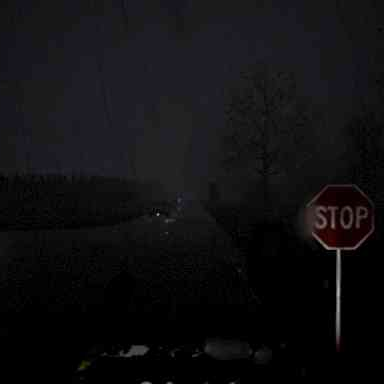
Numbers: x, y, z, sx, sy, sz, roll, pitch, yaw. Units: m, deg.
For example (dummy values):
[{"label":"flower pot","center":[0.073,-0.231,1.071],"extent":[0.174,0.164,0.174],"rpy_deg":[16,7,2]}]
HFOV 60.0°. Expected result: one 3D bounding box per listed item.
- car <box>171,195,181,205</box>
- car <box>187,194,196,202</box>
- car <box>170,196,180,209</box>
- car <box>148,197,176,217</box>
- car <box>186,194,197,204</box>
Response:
[{"label":"car","center":[-2.903,1.265,55.479],"extent":[2.097,1.767,4.553],"rpy_deg":[0,0,0]},{"label":"car","center":[-0.098,1.262,70.351],"extent":[1.882,1.535,5.008],"rpy_deg":[0,0,0]},{"label":"car","center":[-2.901,1.510,41.385],"extent":[1.994,1.385,4.181],"rpy_deg":[0,0,0]},{"label":"car","center":[-2.892,1.514,30.980],"extent":[2.033,1.411,5.357],"rpy_deg":[0,0,0]},{"label":"car","center":[-0.035,1.501,60.329],"extent":[1.895,1.301,4.718],"rpy_deg":[0,0,1]}]
